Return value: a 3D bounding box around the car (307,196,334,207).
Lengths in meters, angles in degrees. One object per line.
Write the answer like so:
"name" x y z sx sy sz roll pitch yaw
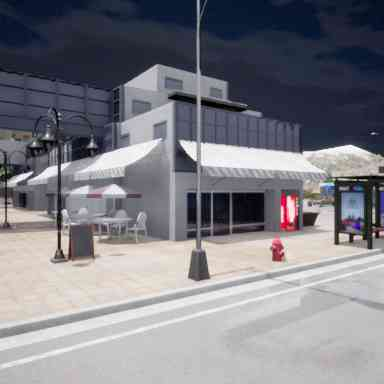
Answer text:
"car" 19.184 1.345 48.811 5.027 1.636 2.152 0 0 -36

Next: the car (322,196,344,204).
"car" 28.470 1.489 66.923 4.514 1.523 2.007 0 0 -36
